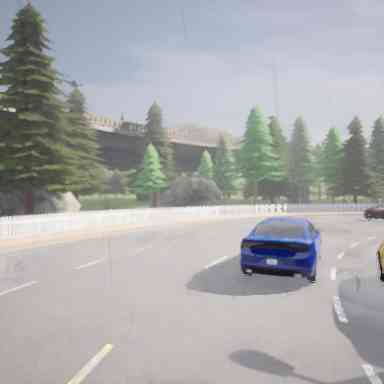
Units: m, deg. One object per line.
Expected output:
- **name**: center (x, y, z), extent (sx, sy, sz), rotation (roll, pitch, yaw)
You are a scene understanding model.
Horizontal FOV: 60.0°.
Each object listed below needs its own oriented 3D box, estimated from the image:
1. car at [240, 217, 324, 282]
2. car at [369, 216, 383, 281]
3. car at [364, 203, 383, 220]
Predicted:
- **car**: center (2.874, 1.504, 10.127), extent (1.882, 1.535, 5.008), rotation (0, 0, 24)
- **car**: center (5.191, 1.513, 6.775), extent (1.882, 1.535, 5.008), rotation (0, 0, 19)
- **car**: center (16.603, 1.596, 27.649), extent (5.008, 1.535, 1.882), rotation (0, 0, -21)
